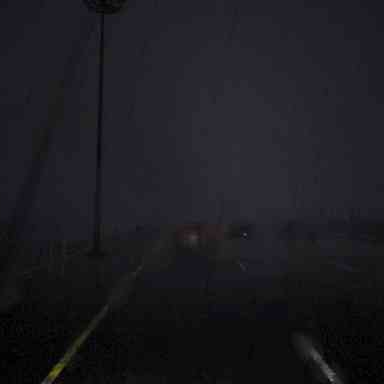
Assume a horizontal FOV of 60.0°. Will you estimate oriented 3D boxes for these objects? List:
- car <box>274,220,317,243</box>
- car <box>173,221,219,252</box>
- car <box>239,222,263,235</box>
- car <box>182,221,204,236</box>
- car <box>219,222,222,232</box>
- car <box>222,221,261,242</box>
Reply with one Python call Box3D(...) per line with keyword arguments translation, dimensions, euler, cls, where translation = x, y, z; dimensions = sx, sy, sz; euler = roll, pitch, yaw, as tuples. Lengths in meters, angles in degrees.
Box3D(translation=(7.095, 2.730, 23.285), dimensions=(2.128, 1.511, 4.902), euler=(0, -5, 0), cls="car")
Box3D(translation=(0.096, 2.259, 17.091), dimensions=(1.994, 1.385, 4.181), euler=(0, -4, 0), cls="car")
Box3D(translation=(7.091, 4.395, 40.469), dimensions=(2.033, 1.411, 5.357), euler=(0, -5, 0), cls="car")
Box3D(translation=(0.092, 3.900, 35.777), dimensions=(2.128, 1.511, 4.902), euler=(0, -5, 0), cls="car")
Box3D(translation=(3.591, 4.500, 42.341), dimensions=(1.882, 1.535, 5.008), euler=(0, -5, 0), cls="car")
Box3D(translation=(3.595, 2.911, 24.840), dimensions=(1.812, 1.442, 4.674), euler=(0, -6, 0), cls="car")
